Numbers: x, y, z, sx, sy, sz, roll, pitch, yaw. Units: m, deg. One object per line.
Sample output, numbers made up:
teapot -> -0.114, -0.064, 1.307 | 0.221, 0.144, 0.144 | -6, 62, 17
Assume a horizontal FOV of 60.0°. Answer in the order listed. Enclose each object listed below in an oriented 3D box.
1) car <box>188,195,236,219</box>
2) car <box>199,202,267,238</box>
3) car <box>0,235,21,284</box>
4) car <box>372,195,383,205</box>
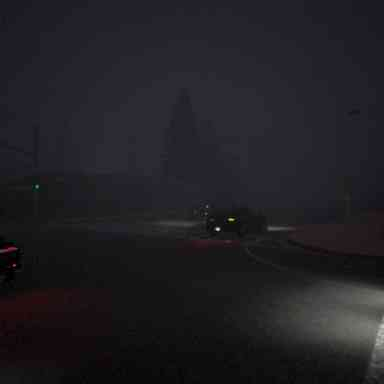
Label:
car -> 1.962, 1.285, 29.201 | 2.150, 2.045, 5.566 | 0, 0, 38
car -> 2.565, 1.541, 18.274 | 1.837, 1.490, 4.892 | -3, -2, 32
car -> -6.274, 1.532, 8.465 | 4.902, 1.511, 2.128 | 0, 0, 36
car -> 32.867, 1.387, 57.981 | 2.097, 1.767, 4.553 | 0, 0, 37
